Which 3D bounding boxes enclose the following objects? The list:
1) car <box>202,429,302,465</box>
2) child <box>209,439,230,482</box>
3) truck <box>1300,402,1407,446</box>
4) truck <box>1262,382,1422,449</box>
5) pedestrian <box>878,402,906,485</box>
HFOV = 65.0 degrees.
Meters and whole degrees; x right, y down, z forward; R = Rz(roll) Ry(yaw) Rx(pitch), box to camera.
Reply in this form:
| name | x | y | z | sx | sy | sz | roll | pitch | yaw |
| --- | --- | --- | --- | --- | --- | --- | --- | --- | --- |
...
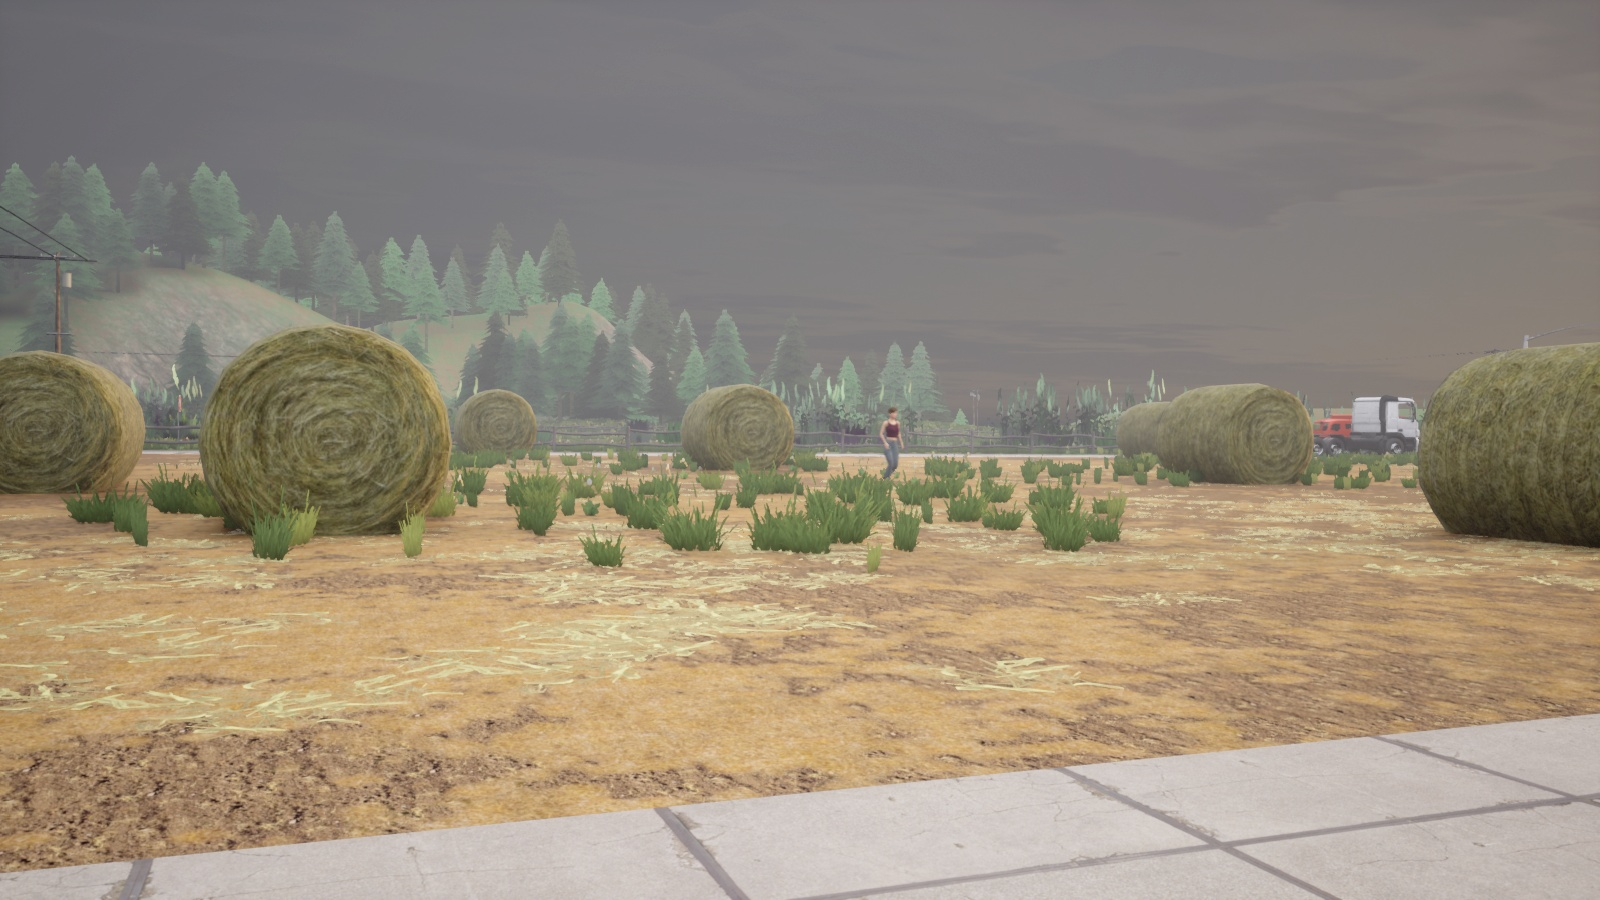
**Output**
| name | x | y | z | sx | sy | sz | roll | pitch | yaw |
| --- | --- | --- | --- | --- | --- | --- | --- | --- | --- |
| car | -24.110 | -0.149 | 55.375 | 3.806 | 1.475 | 1.970 | -1 | 1 | -17 |
| child | -15.768 | 0.283 | 34.088 | 0.299 | 1.160 | 0.473 | 0 | 1 | 6 |
| truck | 31.910 | -1.513 | 72.457 | 5.204 | 2.467 | 2.627 | -1 | 1 | -17 |
| truck | 29.344 | -1.891 | 68.005 | 7.936 | 3.462 | 2.891 | -1 | 1 | -17 |
| pedestrian | 2.062 | -0.153 | 28.232 | 0.345 | 1.836 | 0.594 | -1 | 1 | -30 |
